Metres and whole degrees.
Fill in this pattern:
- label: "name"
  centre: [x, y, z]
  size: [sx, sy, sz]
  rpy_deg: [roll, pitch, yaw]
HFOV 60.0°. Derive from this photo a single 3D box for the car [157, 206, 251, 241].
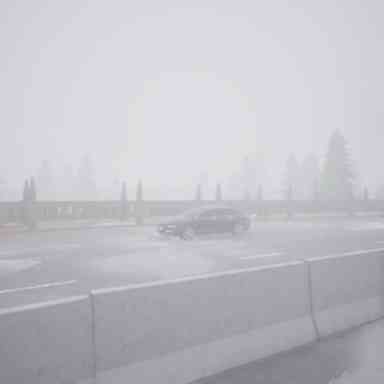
- label: "car"
  centre: [0.657, 1.458, 16.465]
  size: [4.892, 1.490, 1.837]
  rpy_deg: [0, 0, -29]
